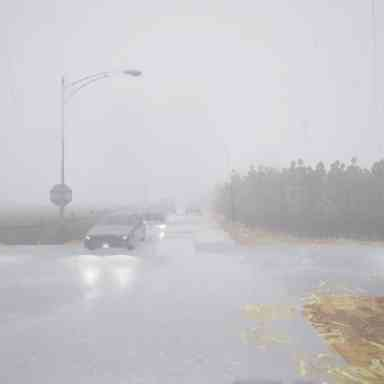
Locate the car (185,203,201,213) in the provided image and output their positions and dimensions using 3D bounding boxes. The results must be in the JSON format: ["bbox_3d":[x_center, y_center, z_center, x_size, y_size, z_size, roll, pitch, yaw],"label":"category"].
[{"bbox_3d":[0.121,2.019,42.558,1.895,1.301,4.718,0,0,0],"label":"car"}]

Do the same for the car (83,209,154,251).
[{"bbox_3d":[-3.191,1.673,14.959,2.033,1.411,5.357,0,-1,0],"label":"car"}]

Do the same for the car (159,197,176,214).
[{"bbox_3d":[-3.141,1.637,41.771,2.150,2.045,5.566,0,-1,1],"label":"car"}]

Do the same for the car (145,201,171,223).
[{"bbox_3d":[-3.183,1.790,28.618,1.882,1.535,5.008,0,-1,0],"label":"car"}]
